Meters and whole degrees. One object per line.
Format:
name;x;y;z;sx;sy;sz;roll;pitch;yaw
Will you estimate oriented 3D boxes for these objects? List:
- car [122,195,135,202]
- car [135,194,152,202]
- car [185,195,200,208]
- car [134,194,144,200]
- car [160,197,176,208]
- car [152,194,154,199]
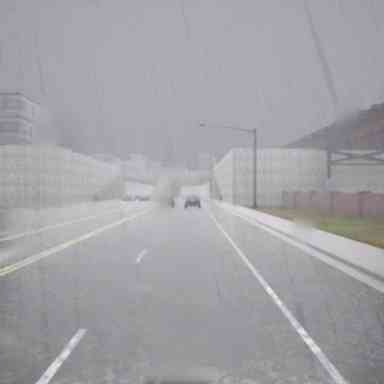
car;-14.007;1.371;72.913;2.128;1.511;4.902;0;0;0
car;-10.507;1.324;72.913;1.882;1.535;5.008;0;0;0
car;0.093;1.253;46.824;2.097;1.767;4.553;0;0;0
car;-14.008;1.365;87.813;1.994;1.385;4.181;0;0;0
car;-3.407;1.391;47.344;2.128;1.511;4.902;0;0;0
car;-10.508;1.337;87.813;1.812;1.442;4.674;0;0;0
